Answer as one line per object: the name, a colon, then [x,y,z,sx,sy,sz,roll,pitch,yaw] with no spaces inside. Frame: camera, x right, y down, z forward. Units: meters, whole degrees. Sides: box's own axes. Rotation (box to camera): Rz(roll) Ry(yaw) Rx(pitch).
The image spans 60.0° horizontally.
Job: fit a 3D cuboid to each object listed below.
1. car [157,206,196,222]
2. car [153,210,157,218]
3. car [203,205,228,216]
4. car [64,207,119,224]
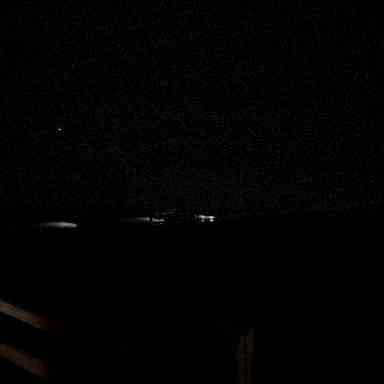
car: [-1.435,2.570,37.785,1.812,1.442,4.674,3,0,36]
car: [-2.737,2.468,41.008,1.837,1.490,4.892,3,0,36]
car: [3.595,2.780,49.763,1.837,1.490,4.892,3,0,36]
car: [-9.377,2.161,31.772,2.033,1.411,5.357,3,0,36]
